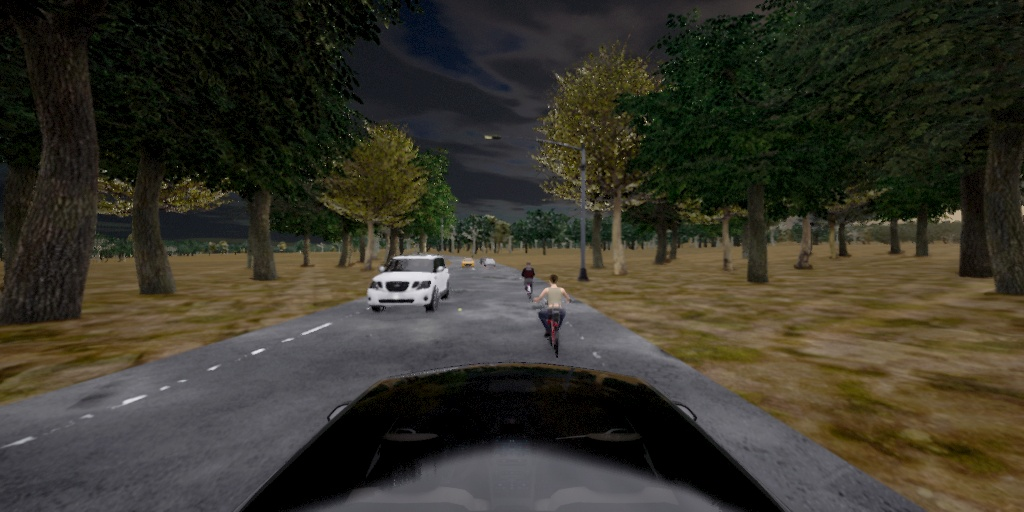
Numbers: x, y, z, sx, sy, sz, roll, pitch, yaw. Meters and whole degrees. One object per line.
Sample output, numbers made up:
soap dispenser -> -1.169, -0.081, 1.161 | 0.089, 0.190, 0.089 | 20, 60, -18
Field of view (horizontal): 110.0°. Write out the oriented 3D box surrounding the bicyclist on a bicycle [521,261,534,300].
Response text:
bicyclist on a bicycle -> 0.707, 1.108, 15.613 | 0.659, 1.776, 1.843 | 0, 0, -2

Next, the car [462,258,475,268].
car -> -6.654, 1.064, 54.524 | 1.882, 1.535, 5.008 | 0, 0, -6

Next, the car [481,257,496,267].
car -> -3.909, 1.064, 62.477 | 1.812, 1.442, 4.674 | 0, 0, -7

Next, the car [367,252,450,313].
car -> -3.821, 0.959, 14.335 | 2.150, 2.045, 5.566 | 0, 0, -2

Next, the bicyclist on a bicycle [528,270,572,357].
bicyclist on a bicycle -> 0.865, 1.184, 7.560 | 0.866, 1.612, 1.509 | 0, 0, -1
